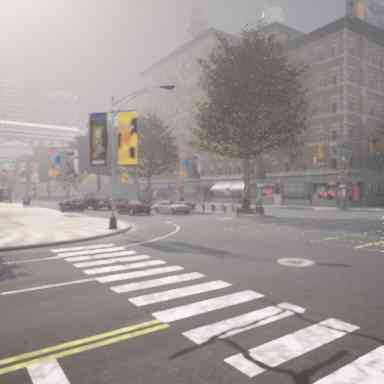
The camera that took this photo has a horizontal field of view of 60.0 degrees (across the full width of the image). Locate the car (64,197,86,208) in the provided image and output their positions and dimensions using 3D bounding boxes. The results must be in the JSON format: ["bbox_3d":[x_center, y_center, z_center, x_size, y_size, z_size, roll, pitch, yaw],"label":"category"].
[{"bbox_3d":[-17.374,1.494,49.237,1.994,1.385,4.181,0,0,-35],"label":"car"}]

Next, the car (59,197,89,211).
[{"bbox_3d":[-14.145,1.541,39.146,1.895,1.301,4.718,0,0,-35],"label":"car"}]

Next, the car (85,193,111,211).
[{"bbox_3d":[-11.584,1.152,40.977,2.150,2.045,5.566,0,0,-35],"label":"car"}]

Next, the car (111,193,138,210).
[{"bbox_3d":[-7.669,1.136,41.499,2.150,2.045,5.566,0,0,-35],"label":"car"}]

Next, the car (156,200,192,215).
[{"bbox_3d":[-2.043,1.516,33.514,1.895,1.301,4.718,0,0,-35],"label":"car"}]

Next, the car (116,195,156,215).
[{"bbox_3d":[-5.797,1.410,32.765,1.882,1.535,5.008,0,0,-35],"label":"car"}]

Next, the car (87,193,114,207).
[{"bbox_3d":[-14.018,1.133,50.550,2.150,2.045,5.566,0,1,-35],"label":"car"}]
